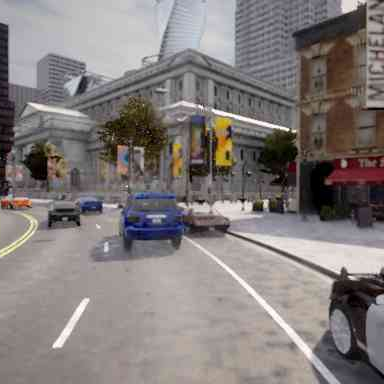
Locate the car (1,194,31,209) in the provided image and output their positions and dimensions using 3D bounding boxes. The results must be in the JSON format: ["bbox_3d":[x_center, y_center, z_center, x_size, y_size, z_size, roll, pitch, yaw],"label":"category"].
[{"bbox_3d":[-19.869,0.961,37.374,2.097,1.767,4.553,0,1,-43],"label":"car"}]

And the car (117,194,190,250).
[{"bbox_3d":[-1.887,1.089,14.068,2.150,2.045,5.566,0,0,-14],"label":"car"}]

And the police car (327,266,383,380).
[{"bbox_3d":[2.962,1.407,3.001,1.930,1.638,5.238,0,0,-2],"label":"police car"}]

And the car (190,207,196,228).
[{"bbox_3d":[-1.812,1.312,23.183,2.002,1.452,4.674,0,1,-25],"label":"car"}]

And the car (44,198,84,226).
[{"bbox_3d":[-8.387,1.289,21.551,1.837,1.490,4.892,1,0,-24],"label":"car"}]

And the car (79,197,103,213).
[{"bbox_3d":[-9.903,1.174,31.056,1.882,1.535,5.008,0,0,-34],"label":"car"}]
